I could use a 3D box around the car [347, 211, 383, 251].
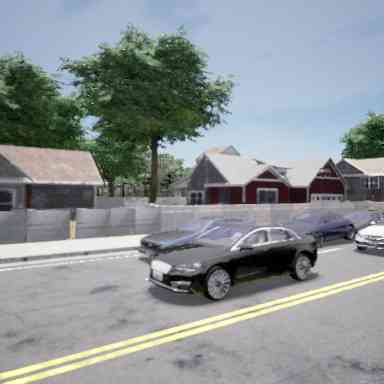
[{"bbox_3d":[8.726,1.693,13.880,4.674,1.442,1.812,1,0,-35],"label":"car"}]

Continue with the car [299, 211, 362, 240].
[{"bbox_3d":[5.824,1.627,15.699,4.181,1.385,1.994,-5,3,-35],"label":"car"}]

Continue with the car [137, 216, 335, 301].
[{"bbox_3d":[1.258,1.558,8.575,4.902,1.511,2.128,1,0,-36],"label":"car"}]
